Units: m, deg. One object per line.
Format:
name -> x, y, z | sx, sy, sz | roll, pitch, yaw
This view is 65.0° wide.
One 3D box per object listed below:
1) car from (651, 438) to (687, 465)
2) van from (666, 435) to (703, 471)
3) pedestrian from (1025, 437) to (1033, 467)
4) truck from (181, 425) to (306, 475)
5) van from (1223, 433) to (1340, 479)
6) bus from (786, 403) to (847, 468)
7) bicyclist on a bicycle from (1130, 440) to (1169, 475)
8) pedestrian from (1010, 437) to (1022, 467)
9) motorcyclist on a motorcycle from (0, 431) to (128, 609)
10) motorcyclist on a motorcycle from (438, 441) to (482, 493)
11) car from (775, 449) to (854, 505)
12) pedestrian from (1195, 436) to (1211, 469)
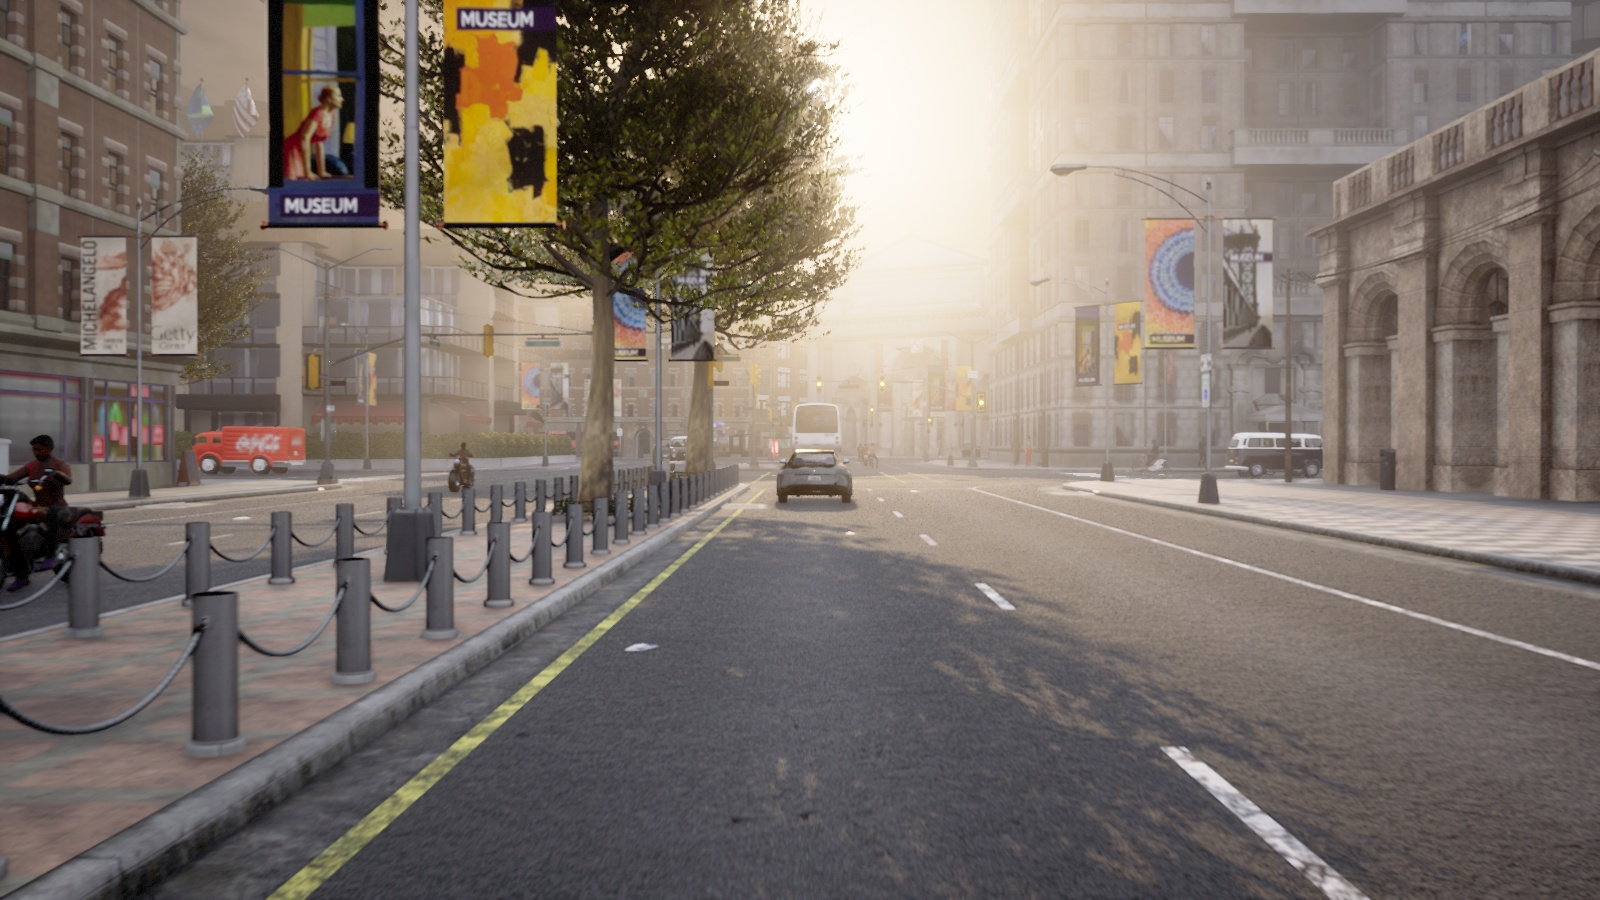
car -> -10.203, 0.068, 98.034 | 2.150, 2.045, 5.566 | 0, 0, 1
van -> -6.745, 0.176, 73.573 | 2.069, 2.038, 4.480 | 0, 0, -5
pedestrian -> 13.768, 0.117, 75.445 | 0.345, 1.836, 0.594 | 0, 0, 1
truck -> -28.401, -0.012, 64.226 | 5.204, 2.467, 2.627 | 1, 0, 0
van -> 21.750, 0.263, 56.844 | 4.480, 2.038, 2.069 | 0, 0, 0
bus -> 1.155, -0.975, 87.081 | 3.944, 4.253, 10.273 | 0, 0, 1
bicyclist on a bicycle -> 17.772, 0.381, 63.874 | 1.843, 1.776, 0.659 | 0, 0, 0
pedestrian -> 13.038, 0.115, 75.840 | 0.540, 1.848, 0.694 | 0, 0, -7
motorcyclist on a motorcycle -> -7.764, 0.641, 12.597 | 0.766, 1.649, 2.350 | 0, 0, 1
motorcyclist on a motorcycle -> -10.963, 0.527, 40.594 | 0.766, 1.649, 2.350 | 0, 0, 1
car -> 0.389, 0.678, 33.661 | 1.994, 1.385, 4.181 | 0, 0, 1
pedestrian -> 23.421, 0.135, 72.959 | 0.788, 1.949, 0.423 | 0, 0, 4
